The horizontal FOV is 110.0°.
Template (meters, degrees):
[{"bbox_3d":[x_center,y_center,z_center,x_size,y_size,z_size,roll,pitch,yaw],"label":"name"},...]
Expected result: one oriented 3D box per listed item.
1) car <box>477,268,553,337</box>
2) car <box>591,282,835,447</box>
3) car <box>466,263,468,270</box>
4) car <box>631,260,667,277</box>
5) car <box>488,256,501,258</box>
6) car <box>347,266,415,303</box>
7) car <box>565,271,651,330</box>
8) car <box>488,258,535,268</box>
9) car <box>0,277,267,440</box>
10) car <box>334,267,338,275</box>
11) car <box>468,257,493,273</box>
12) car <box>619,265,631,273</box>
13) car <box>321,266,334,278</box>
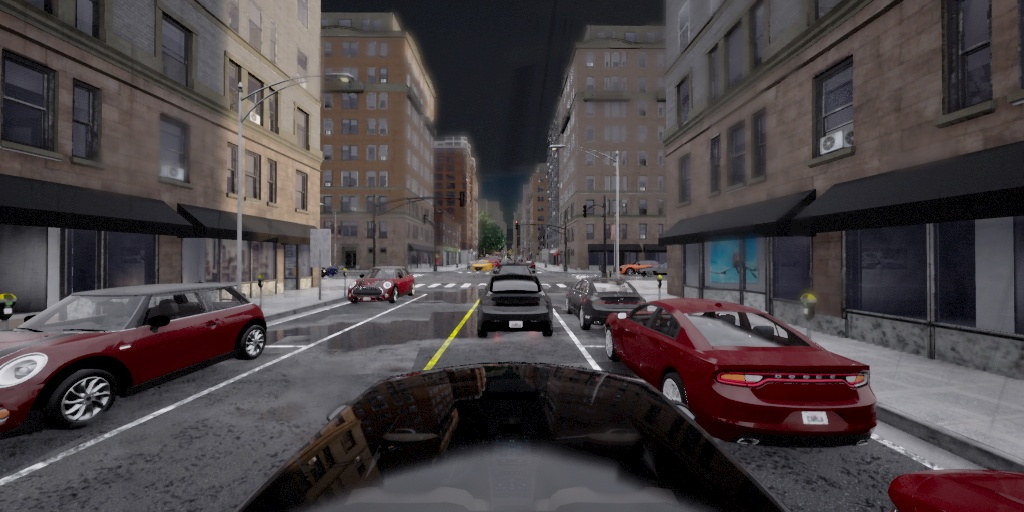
[{"bbox_3d":[0.056,1.258,10.313,1.837,1.490,4.892,0,0,-1],"label":"car"},{"bbox_3d":[2.675,1.296,5.397,1.888,1.381,4.507,0,0,0],"label":"car"},{"bbox_3d":[-5.909,1.345,54.750,2.007,1.370,4.403,0,0,0],"label":"car"},{"bbox_3d":[15.189,1.395,36.004,5.357,1.411,2.033,0,0,0],"label":"car"},{"bbox_3d":[-3.169,1.022,58.963,2.150,2.045,5.566,0,0,0],"label":"car"},{"bbox_3d":[-5.835,1.195,16.389,1.967,1.591,4.097,0,0,0],"label":"car"},{"bbox_3d":[2.683,1.303,10.889,2.007,1.370,4.403,0,0,0],"label":"car"},{"bbox_3d":[0.120,1.108,17.728,2.097,1.767,4.553,0,0,0],"label":"car"},{"bbox_3d":[-5.852,1.190,5.403,1.967,1.591,4.097,0,0,0],"label":"car"},{"bbox_3d":[-18.410,1.150,32.413,5.008,1.535,1.882,0,0,0],"label":"car"},{"bbox_3d":[-3.676,1.258,45.322,1.882,1.535,5.008,0,0,8],"label":"car"},{"bbox_3d":[14.024,1.221,39.265,4.553,1.767,2.097,0,0,0],"label":"car"},{"bbox_3d":[-18.020,0.869,29.159,5.566,2.045,2.150,0,0,0],"label":"car"}]
